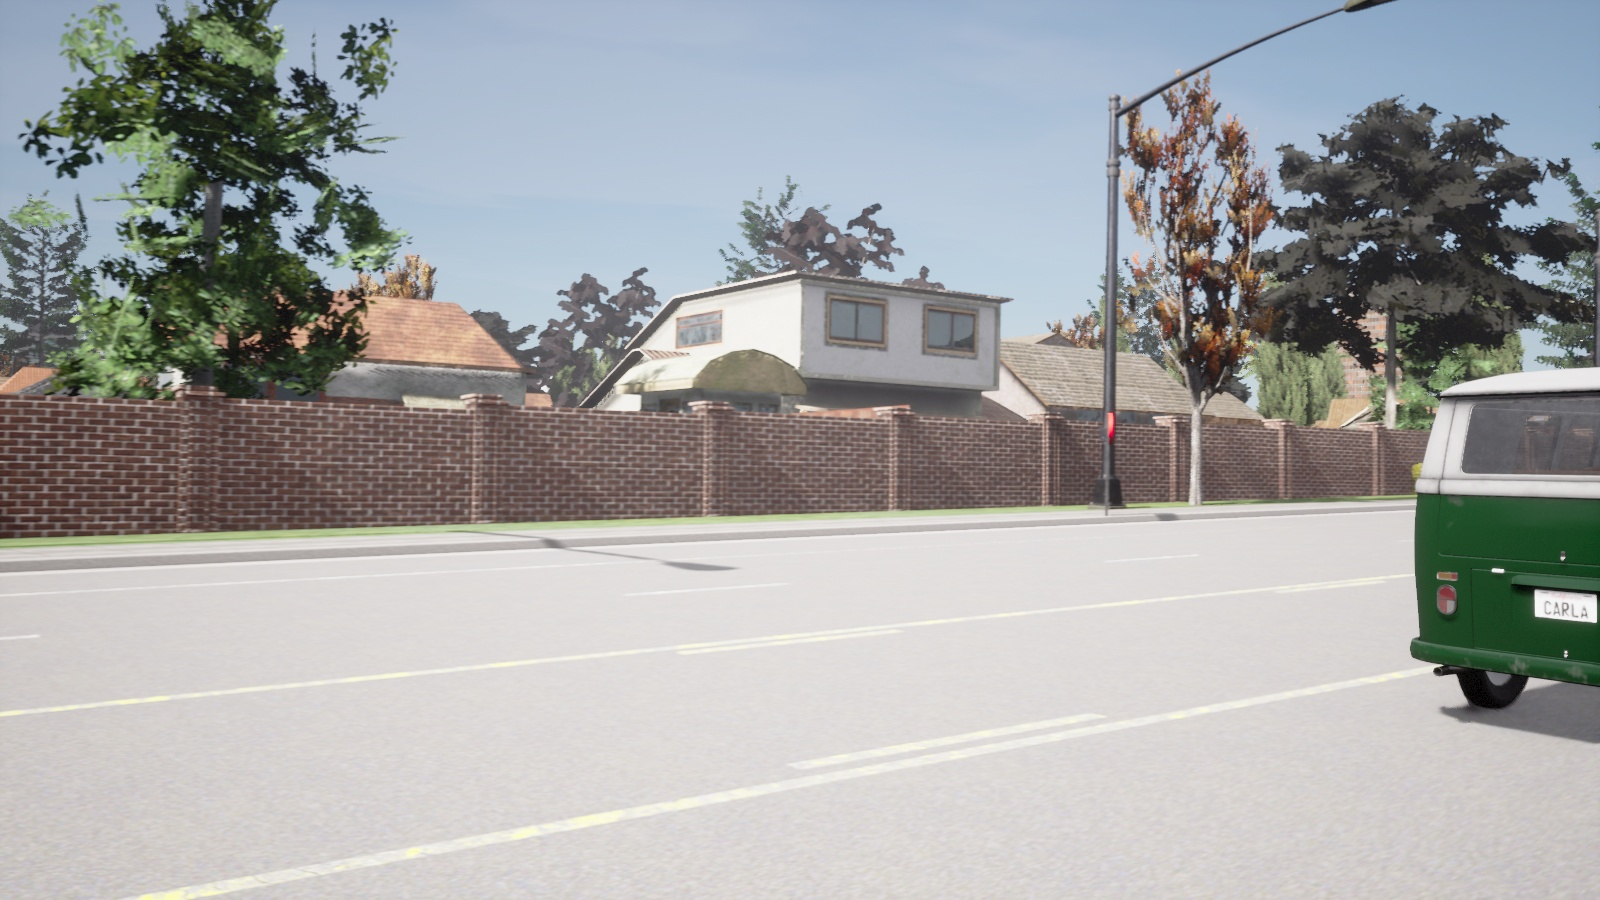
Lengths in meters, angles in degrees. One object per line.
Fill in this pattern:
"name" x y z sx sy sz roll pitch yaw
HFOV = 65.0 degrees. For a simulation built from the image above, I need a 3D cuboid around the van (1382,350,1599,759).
"van" 5.576 0.506 7.539 4.442 1.987 1.775 0 0 -35
